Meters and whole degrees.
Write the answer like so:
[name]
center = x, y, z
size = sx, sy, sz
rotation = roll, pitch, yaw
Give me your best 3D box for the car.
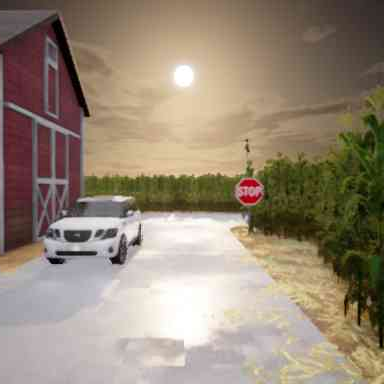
[car]
center = -3.125, 1.163, 11.790
size = 2.150, 2.045, 5.566
rotation = 0, 0, 1
